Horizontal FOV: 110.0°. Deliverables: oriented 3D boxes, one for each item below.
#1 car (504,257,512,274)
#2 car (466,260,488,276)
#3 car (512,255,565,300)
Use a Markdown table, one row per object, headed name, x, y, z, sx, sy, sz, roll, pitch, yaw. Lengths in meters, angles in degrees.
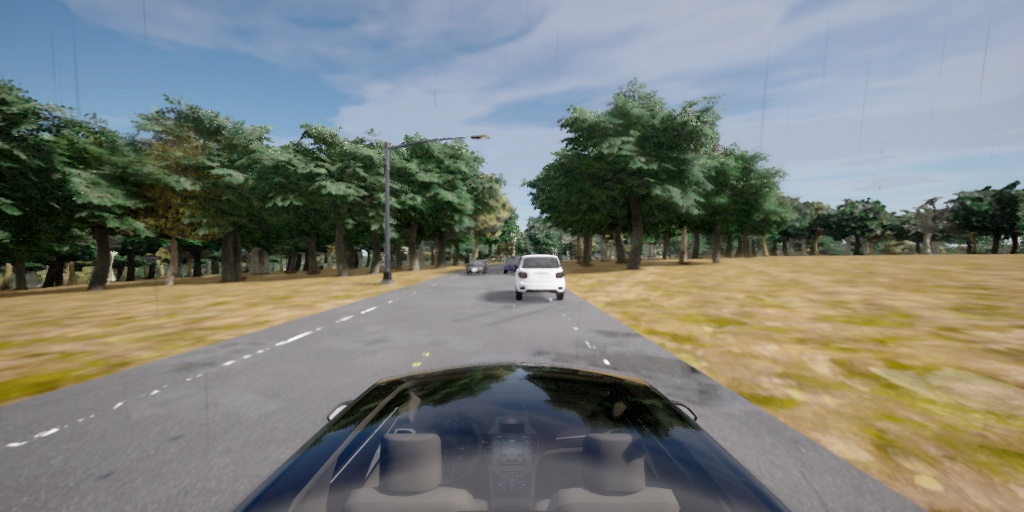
| name | x | y | z | sx | sy | sz | roll | pitch | yaw |
| --- | --- | --- | --- | --- | --- | --- | --- | --- | --- |
| car | 0.262 | 1.003 | 40.039 | 2.097 | 1.767 | 4.553 | 0 | 0 | 3 |
| car | -3.465 | 1.162 | 36.188 | 2.128 | 1.511 | 4.902 | 0 | 0 | 1 |
| car | 1.227 | 0.952 | 17.560 | 2.150 | 2.045 | 5.566 | 0 | 0 | 0 |
